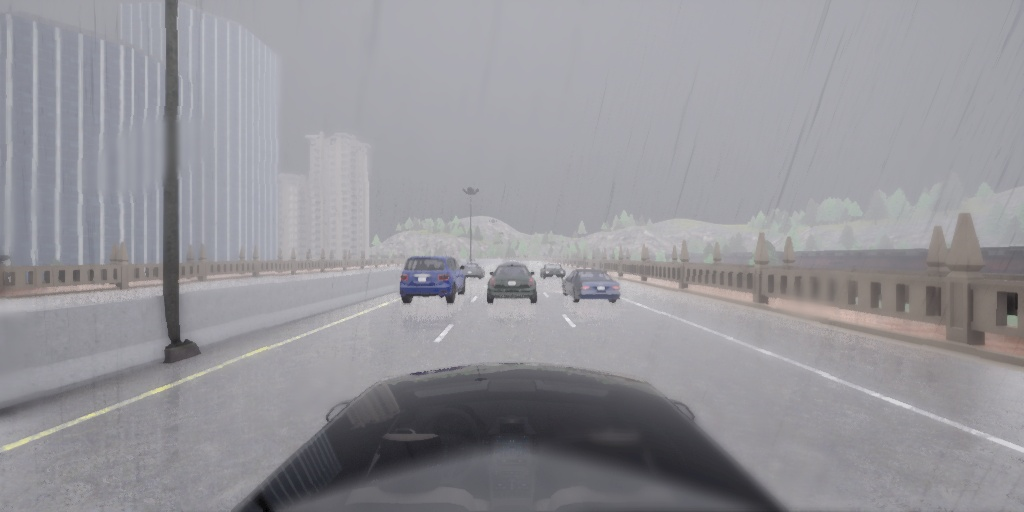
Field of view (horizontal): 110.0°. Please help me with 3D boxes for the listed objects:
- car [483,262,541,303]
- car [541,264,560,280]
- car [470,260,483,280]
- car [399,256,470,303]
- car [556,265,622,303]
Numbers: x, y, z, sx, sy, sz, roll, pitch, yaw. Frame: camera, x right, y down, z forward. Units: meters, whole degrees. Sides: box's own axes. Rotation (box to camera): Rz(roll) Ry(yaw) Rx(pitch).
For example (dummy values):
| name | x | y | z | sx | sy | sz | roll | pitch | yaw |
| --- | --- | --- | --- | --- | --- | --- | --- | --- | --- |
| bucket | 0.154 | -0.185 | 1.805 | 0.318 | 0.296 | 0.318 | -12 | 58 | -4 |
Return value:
| name | x | y | z | sx | sy | sz | roll | pitch | yaw |
| --- | --- | --- | --- | --- | --- | --- | --- | --- | --- |
| car | 0.000 | 1.116 | 16.590 | 2.097 | 1.767 | 4.553 | 0 | 0 | 0 |
| car | 3.500 | 1.366 | 31.646 | 1.895 | 1.301 | 4.718 | 0 | 0 | 0 |
| car | -3.500 | 1.322 | 31.620 | 1.994 | 1.385 | 4.181 | 0 | 0 | 0 |
| car | -3.500 | 1.008 | 16.650 | 2.150 | 2.045 | 5.566 | 0 | 0 | 0 |
| car | 3.500 | 1.313 | 16.620 | 2.033 | 1.411 | 5.357 | 0 | 0 | 0 |
